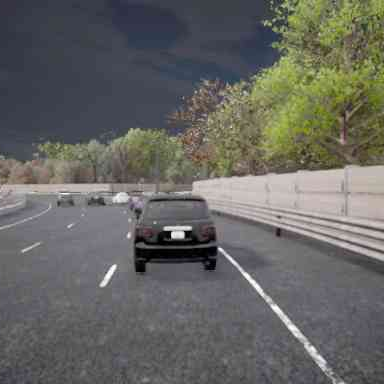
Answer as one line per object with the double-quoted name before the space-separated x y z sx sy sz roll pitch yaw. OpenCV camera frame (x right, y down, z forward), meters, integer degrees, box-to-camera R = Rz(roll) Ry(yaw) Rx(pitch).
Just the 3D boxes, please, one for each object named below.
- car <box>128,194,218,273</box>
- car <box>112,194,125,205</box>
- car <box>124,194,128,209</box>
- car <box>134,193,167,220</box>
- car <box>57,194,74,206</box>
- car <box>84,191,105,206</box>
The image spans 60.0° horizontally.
"car" -0.621 1.077 10.409 2.150 2.045 5.566 0 0 -6
"car" -9.445 0.936 44.443 1.812 1.442 4.674 0 1 -24
"car" -5.540 1.073 33.883 1.812 1.442 4.674 0 1 -16
"car" -3.285 1.009 25.527 2.097 1.767 4.553 0 1 -13
"car" -16.190 0.939 42.375 2.128 1.511 4.902 0 1 -24
"car" -12.669 0.783 43.040 2.097 1.767 4.553 0 1 -23
